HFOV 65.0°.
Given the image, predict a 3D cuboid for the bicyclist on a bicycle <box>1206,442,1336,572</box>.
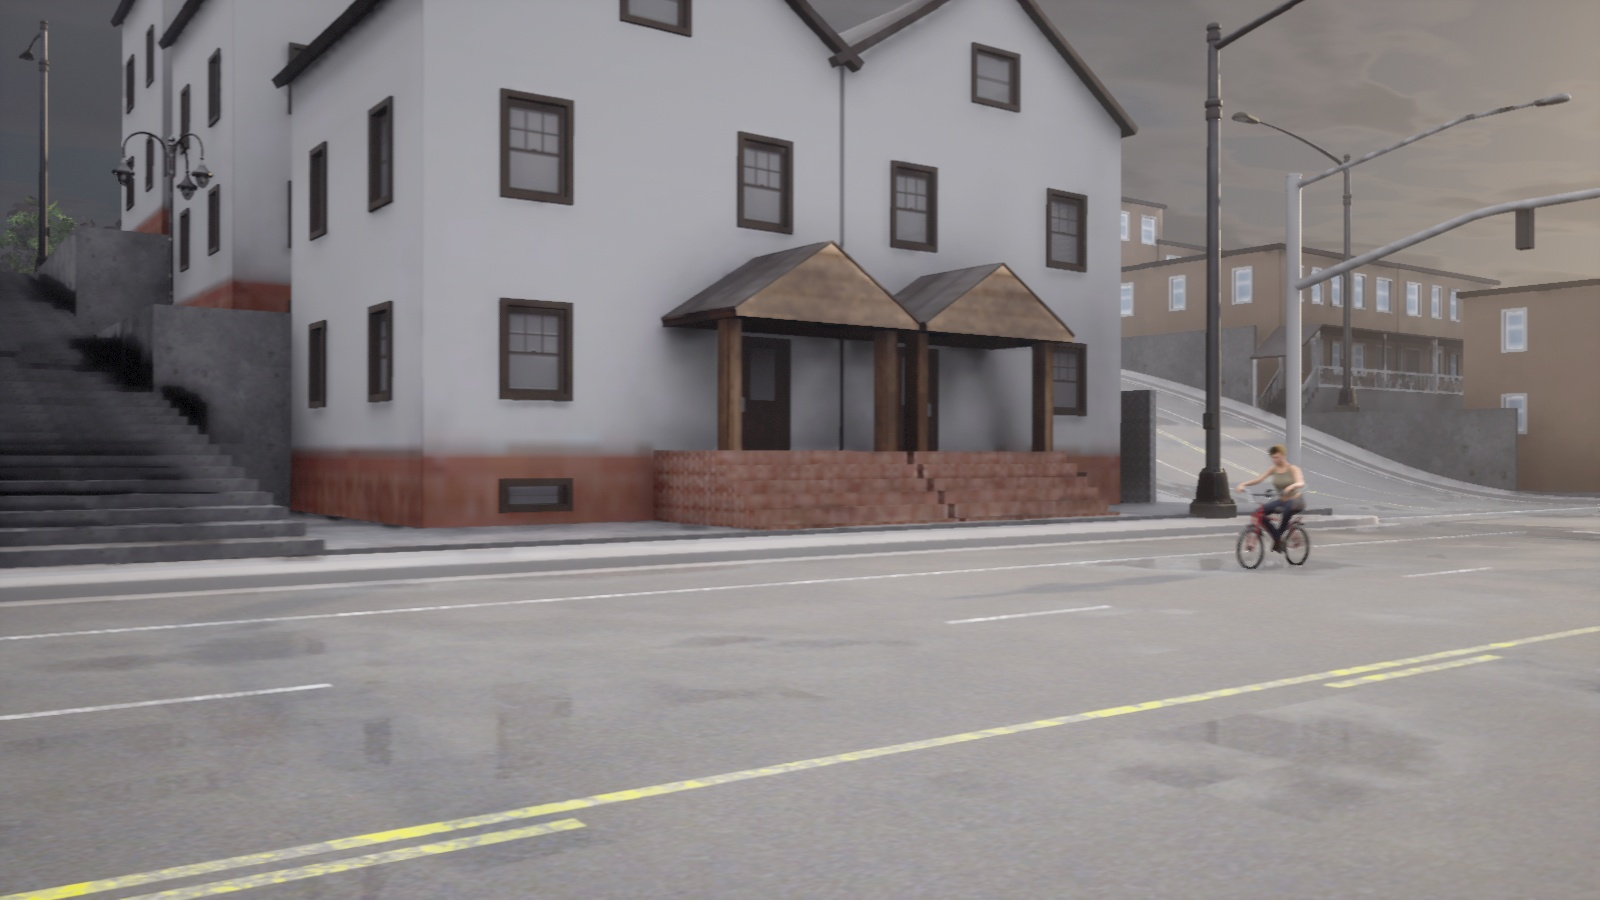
[{"bbox_3d":[6.139,0.706,16.359,1.509,1.612,0.866,0,0,-33],"label":"bicyclist on a bicycle"}]
